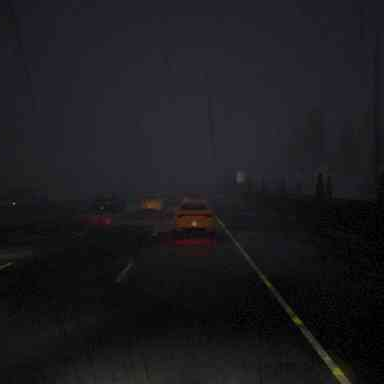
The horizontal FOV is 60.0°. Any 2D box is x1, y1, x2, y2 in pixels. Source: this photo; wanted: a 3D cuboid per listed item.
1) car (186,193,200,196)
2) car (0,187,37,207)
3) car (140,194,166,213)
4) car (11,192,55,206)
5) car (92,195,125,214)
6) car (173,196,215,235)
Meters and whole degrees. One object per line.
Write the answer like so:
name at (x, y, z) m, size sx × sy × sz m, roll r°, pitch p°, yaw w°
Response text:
car at (0.098, 0.771, 36.936) m, size 1.895 × 1.301 × 4.718 m, roll 0°, pitch 3°, yaw 0°
car at (-17.578, 0.550, 33.676) m, size 2.150 × 2.045 × 5.566 m, roll 0°, pitch 2°, yaw 0°
car at (-3.402, 0.944, 29.355) m, size 1.882 × 1.535 × 5.008 m, roll 0°, pitch 1°, yaw 0°
car at (-14.086, 1.008, 30.264) m, size 1.994 × 1.385 × 4.181 m, roll 0°, pitch 2°, yaw 0°
car at (-6.901, 0.986, 27.995) m, size 2.128 × 1.511 × 4.902 m, roll 0°, pitch 1°, yaw 0°
car at (0.099, 1.175, 16.848) m, size 1.882 × 1.535 × 5.008 m, roll 0°, pitch 1°, yaw 0°
